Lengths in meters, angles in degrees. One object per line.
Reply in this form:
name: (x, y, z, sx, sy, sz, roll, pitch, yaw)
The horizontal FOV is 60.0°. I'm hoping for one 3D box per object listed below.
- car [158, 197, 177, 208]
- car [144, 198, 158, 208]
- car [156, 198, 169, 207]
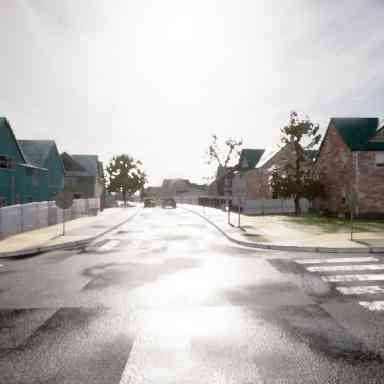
car: (-3.695, 1.630, 52.441, 2.097, 1.767, 4.553, 0, -1, -10)
car: (-7.156, 1.824, 56.123, 1.837, 1.490, 4.892, 0, -1, -10)
car: (-5.620, 1.873, 62.378, 1.882, 1.535, 5.008, 0, -1, -12)
